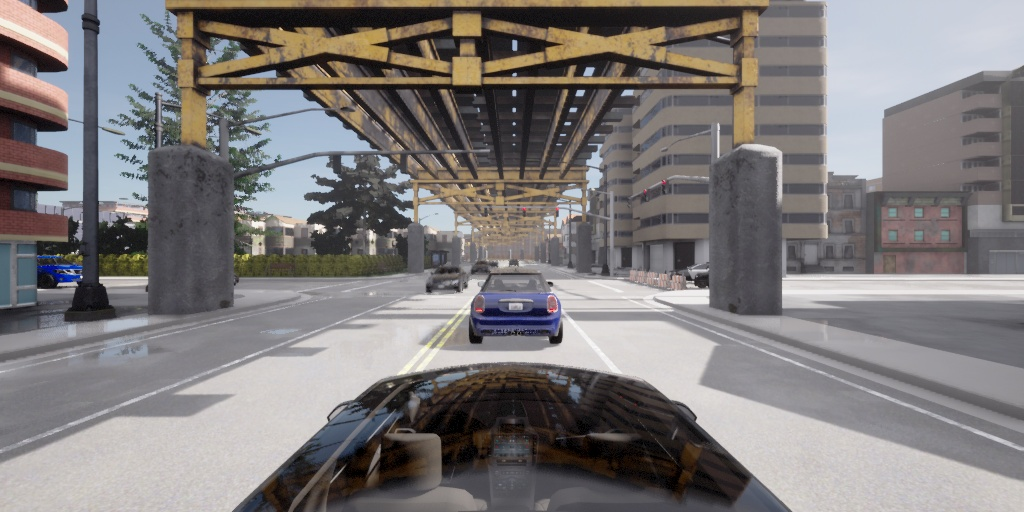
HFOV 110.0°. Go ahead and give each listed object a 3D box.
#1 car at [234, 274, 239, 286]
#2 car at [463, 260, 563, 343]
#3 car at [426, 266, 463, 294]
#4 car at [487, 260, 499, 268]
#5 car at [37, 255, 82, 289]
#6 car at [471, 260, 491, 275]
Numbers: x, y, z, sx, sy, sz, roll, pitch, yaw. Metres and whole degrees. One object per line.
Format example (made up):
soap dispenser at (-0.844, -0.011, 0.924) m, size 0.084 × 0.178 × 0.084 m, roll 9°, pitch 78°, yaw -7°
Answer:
car at (-19.785, 1.276, 22.452) m, size 4.674 × 1.442 × 1.812 m, roll 0°, pitch 0°, yaw 0°
car at (0.102, 1.102, 9.794) m, size 2.097 × 1.767 × 4.553 m, roll 0°, pitch 0°, yaw 1°
car at (-3.537, 1.276, 20.283) m, size 1.812 × 1.442 × 4.674 m, roll 0°, pitch 0°, yaw 0°
car at (-3.293, 1.351, 62.370) m, size 1.895 × 1.301 × 4.718 m, roll 0°, pitch 0°, yaw 0°
car at (-29.647, 0.971, 22.512) m, size 5.566 × 2.045 × 2.150 m, roll 0°, pitch 0°, yaw 0°
car at (-3.462, 1.254, 40.484) m, size 1.837 × 1.490 × 4.892 m, roll 0°, pitch 0°, yaw 0°
